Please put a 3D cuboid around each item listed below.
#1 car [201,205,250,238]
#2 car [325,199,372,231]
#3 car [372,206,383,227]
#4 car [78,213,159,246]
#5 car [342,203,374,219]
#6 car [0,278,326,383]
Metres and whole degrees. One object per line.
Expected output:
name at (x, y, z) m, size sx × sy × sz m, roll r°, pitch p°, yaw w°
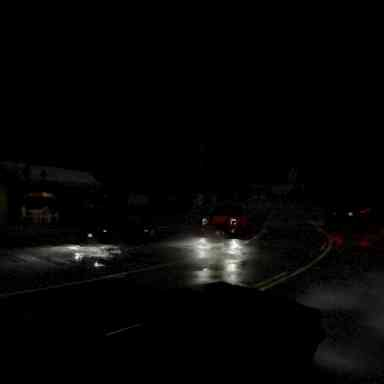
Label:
car at (2.039, 1.602, 19.495) m, size 2.097 × 1.767 × 4.553 m, roll 0°, pitch -1°, yaw 19°
car at (10.893, 1.557, 23.840) m, size 2.150 × 2.045 × 5.566 m, roll 0°, pitch -1°, yaw 16°
car at (15.139, 1.886, 26.068) m, size 1.837 × 1.490 × 4.892 m, roll 0°, pitch -1°, yaw 16°
car at (-3.478, 1.754, 16.419) m, size 1.994 × 1.385 × 4.181 m, roll 0°, pitch -1°, yaw 31°
car at (17.832, 2.006, 35.894) m, size 2.128 × 1.511 × 4.902 m, roll 0°, pitch -1°, yaw 15°
car at (-0.604, 1.643, 3.463) m, size 4.718 × 1.301 × 1.895 m, roll 1°, pitch -1°, yaw -39°
